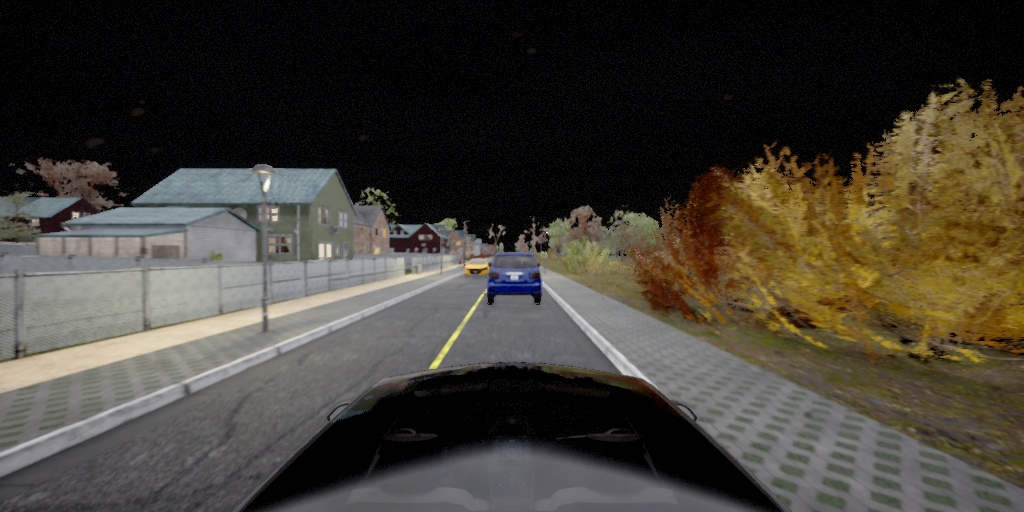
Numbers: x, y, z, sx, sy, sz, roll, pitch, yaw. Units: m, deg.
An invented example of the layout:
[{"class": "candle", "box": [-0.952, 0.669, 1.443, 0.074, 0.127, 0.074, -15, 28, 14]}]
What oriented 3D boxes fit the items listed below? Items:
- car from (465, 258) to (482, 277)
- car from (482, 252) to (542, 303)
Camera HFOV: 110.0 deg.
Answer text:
[{"class": "car", "box": [-2.859, 0.947, 30.525, 1.882, 1.535, 5.008, 0, 1, 0]}, {"class": "car", "box": [0.092, 0.837, 15.749, 2.150, 2.045, 5.566, 0, 1, 0]}]
